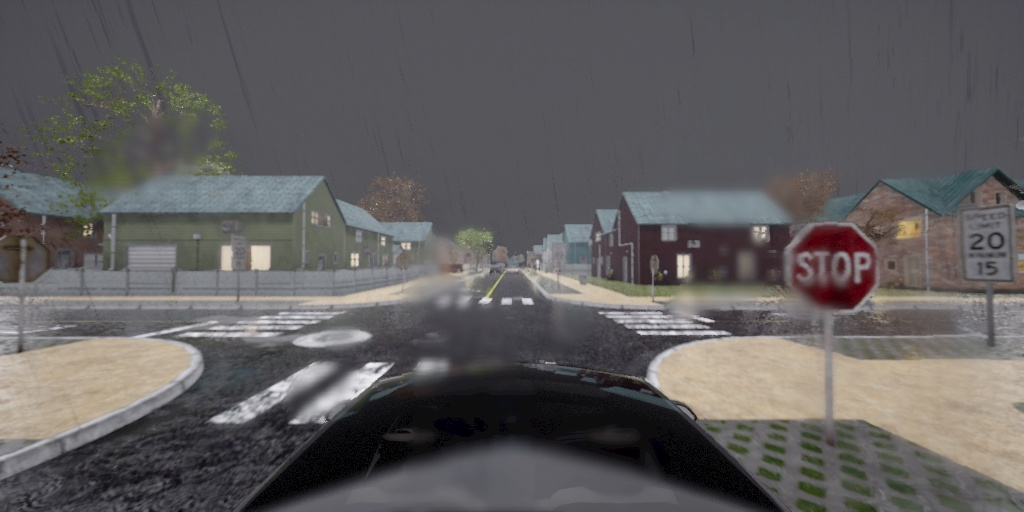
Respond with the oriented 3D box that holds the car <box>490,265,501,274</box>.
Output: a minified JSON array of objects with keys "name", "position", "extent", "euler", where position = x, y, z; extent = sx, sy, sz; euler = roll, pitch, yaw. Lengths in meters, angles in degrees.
[{"name":"car","position":[-2.711,2.214,59.840],"extent":[2.033,1.411,5.357],"euler":[0,-1,0]}]

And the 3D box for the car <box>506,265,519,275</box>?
[{"name":"car","position":[0.035,2.181,55.282],"extent":[1.895,1.301,4.718],"euler":[0,-1,0]}]
